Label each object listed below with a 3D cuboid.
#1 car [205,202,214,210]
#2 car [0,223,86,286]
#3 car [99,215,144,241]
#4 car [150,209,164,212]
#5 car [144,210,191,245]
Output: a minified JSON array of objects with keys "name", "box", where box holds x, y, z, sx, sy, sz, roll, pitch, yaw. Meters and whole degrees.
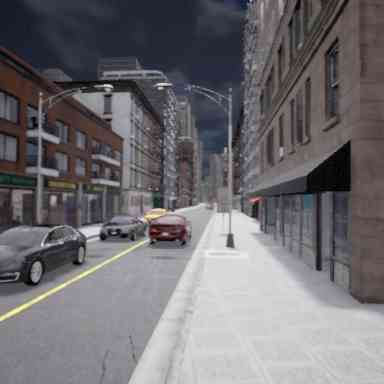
[{"name":"car","box":[4.513,4.101,89.084,2.033,1.411,5.357,0,-2,5]},{"name":"car","box":[-4.908,1.777,10.395,1.837,1.490,4.892,0,-2,5]},{"name":"car","box":[-4.121,2.119,20.209,1.994,1.385,4.181,0,-2,4]},{"name":"car","box":[-3.206,2.356,31.436,1.882,1.535,5.008,0,-2,4]},{"name":"car","box":[-1.119,2.011,18.869,1.882,1.535,5.008,0,-2,5]}]
